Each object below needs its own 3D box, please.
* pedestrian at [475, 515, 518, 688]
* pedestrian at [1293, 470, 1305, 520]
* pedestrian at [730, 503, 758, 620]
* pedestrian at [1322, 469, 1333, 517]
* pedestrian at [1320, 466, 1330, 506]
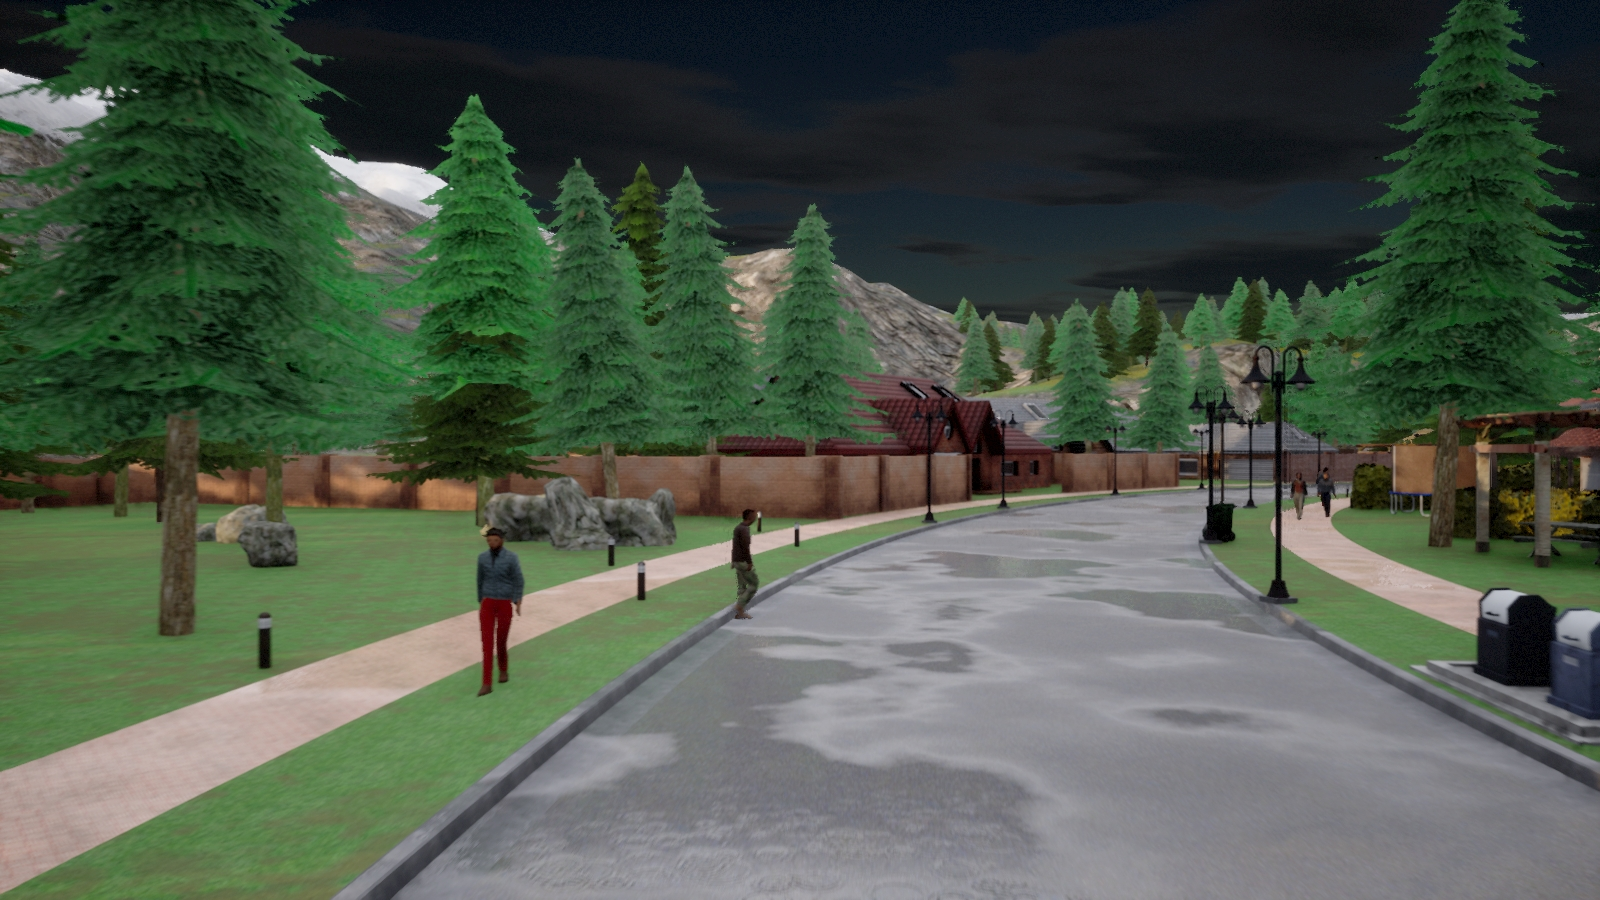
[{"bbox_3d":[-3.357,1.665,12.657,0.375,1.860,0.375,0,0,0],"label":"pedestrian"},{"bbox_3d":[18.641,1.668,42.663,0.375,1.860,0.375,0,0,27],"label":"pedestrian"},{"bbox_3d":[-0.912,1.815,18.728,0.375,1.860,0.375,0,0,-17],"label":"pedestrian"},{"bbox_3d":[20.424,1.668,44.248,0.375,1.860,0.375,0,0,28],"label":"pedestrian"},{"bbox_3d":[24.500,1.669,53.333,0.375,1.860,0.375,0,0,35],"label":"pedestrian"}]
